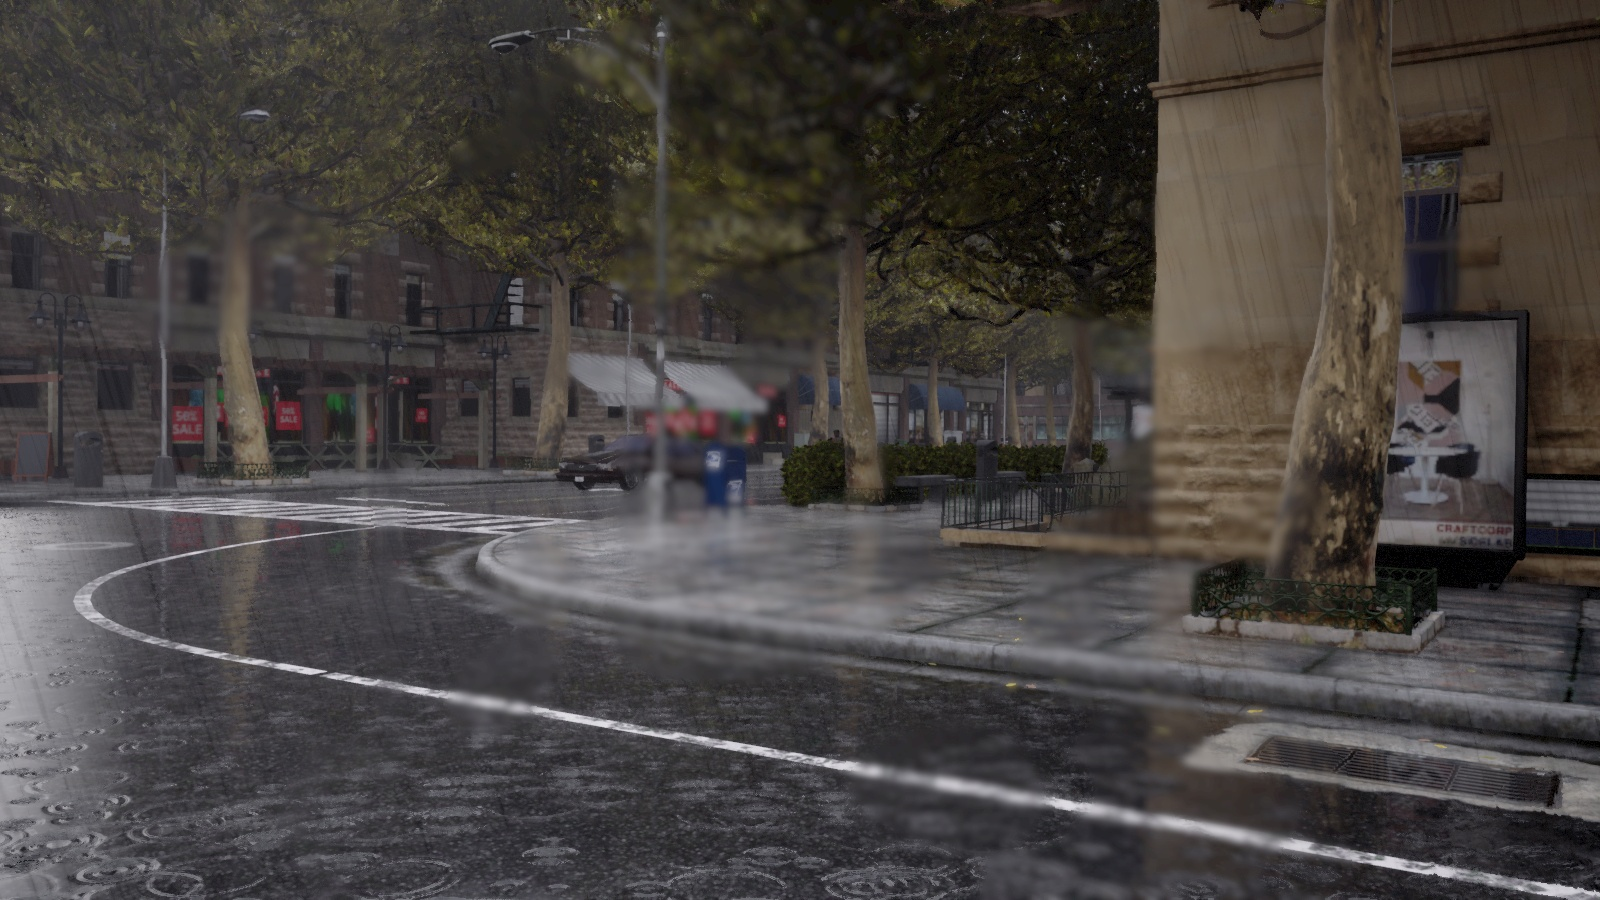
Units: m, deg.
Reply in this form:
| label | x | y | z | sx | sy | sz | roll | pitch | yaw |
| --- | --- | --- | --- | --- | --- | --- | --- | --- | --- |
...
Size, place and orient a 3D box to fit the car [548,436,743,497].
| label | x | y | z | sx | sy | sz | roll | pitch | yaw |
| --- | --- | --- | --- | --- | --- | --- | --- | --- | --- |
| car | -3.879 | 0.368 | 32.640 | 2.033 | 1.411 | 5.357 | 0 | 1 | 33 |
